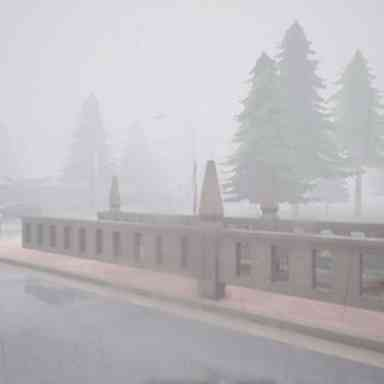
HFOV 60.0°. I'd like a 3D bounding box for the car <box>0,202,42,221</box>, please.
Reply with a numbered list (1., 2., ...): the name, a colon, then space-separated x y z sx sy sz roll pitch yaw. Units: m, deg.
1. car: -16.177 1.714 30.157 1.837 1.490 4.892 0 0 38
